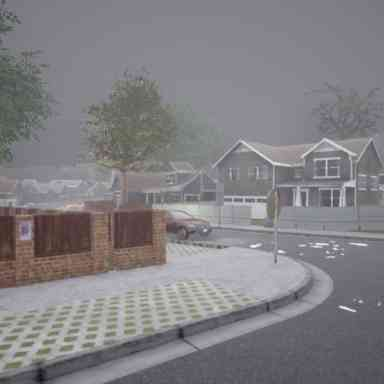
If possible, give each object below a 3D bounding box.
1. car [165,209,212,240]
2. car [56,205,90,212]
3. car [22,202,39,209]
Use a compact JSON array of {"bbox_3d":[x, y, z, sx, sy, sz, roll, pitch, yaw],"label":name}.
[{"bbox_3d":[-1.029,1.712,18.463,4.674,1.442,1.812,-1,-1,43],"label":"car"},{"bbox_3d":[-9.700,1.814,27.464,1.882,1.535,5.008,1,-1,-40],"label":"car"},{"bbox_3d":[-21.489,2.124,44.226,1.812,1.442,4.674,1,-1,-30],"label":"car"}]
